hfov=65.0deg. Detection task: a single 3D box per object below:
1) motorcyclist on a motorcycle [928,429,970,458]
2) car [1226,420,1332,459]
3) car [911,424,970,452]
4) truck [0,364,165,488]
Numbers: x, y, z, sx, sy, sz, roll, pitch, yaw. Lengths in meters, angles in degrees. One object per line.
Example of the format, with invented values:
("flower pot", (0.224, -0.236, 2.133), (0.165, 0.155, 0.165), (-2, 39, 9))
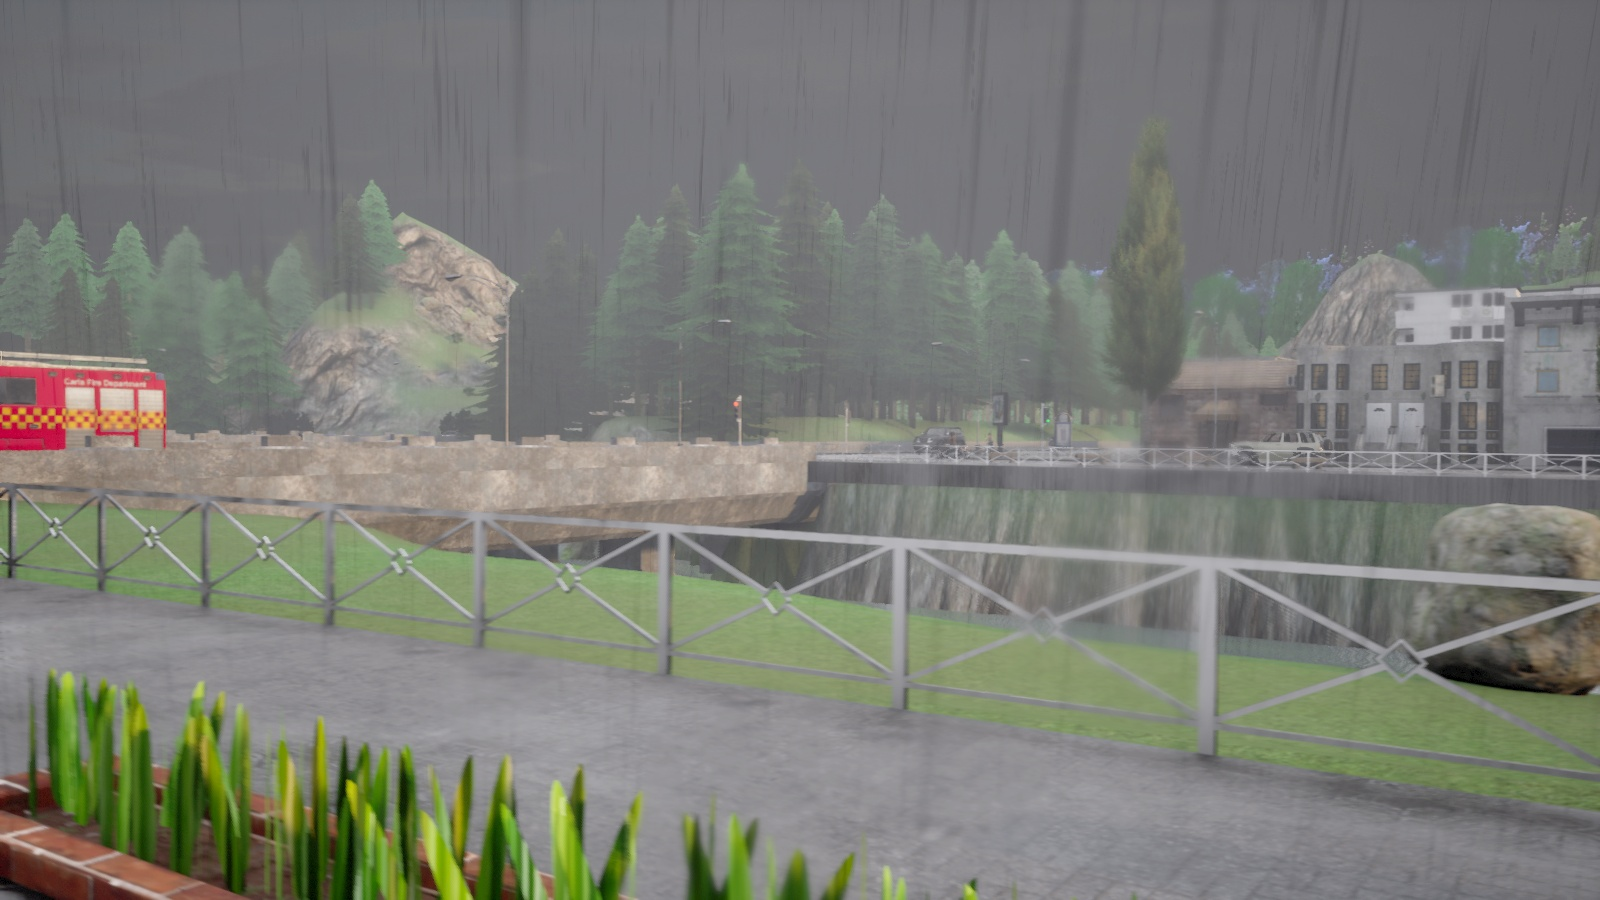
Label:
("motorcyclist on a motorcycle", (8.618, -0.388, 72.642), (2.350, 1.649, 0.766), (0, 0, 38))
("car", (23.792, -0.519, 62.419), (4.605, 1.855, 1.932), (0, 1, 34))
("car", (10.640, -0.941, 94.914), (2.150, 2.045, 5.566), (0, 1, 33))
("truck", (-25.463, -0.756, 40.583), (2.891, 3.827, 8.468), (0, 1, 34))
